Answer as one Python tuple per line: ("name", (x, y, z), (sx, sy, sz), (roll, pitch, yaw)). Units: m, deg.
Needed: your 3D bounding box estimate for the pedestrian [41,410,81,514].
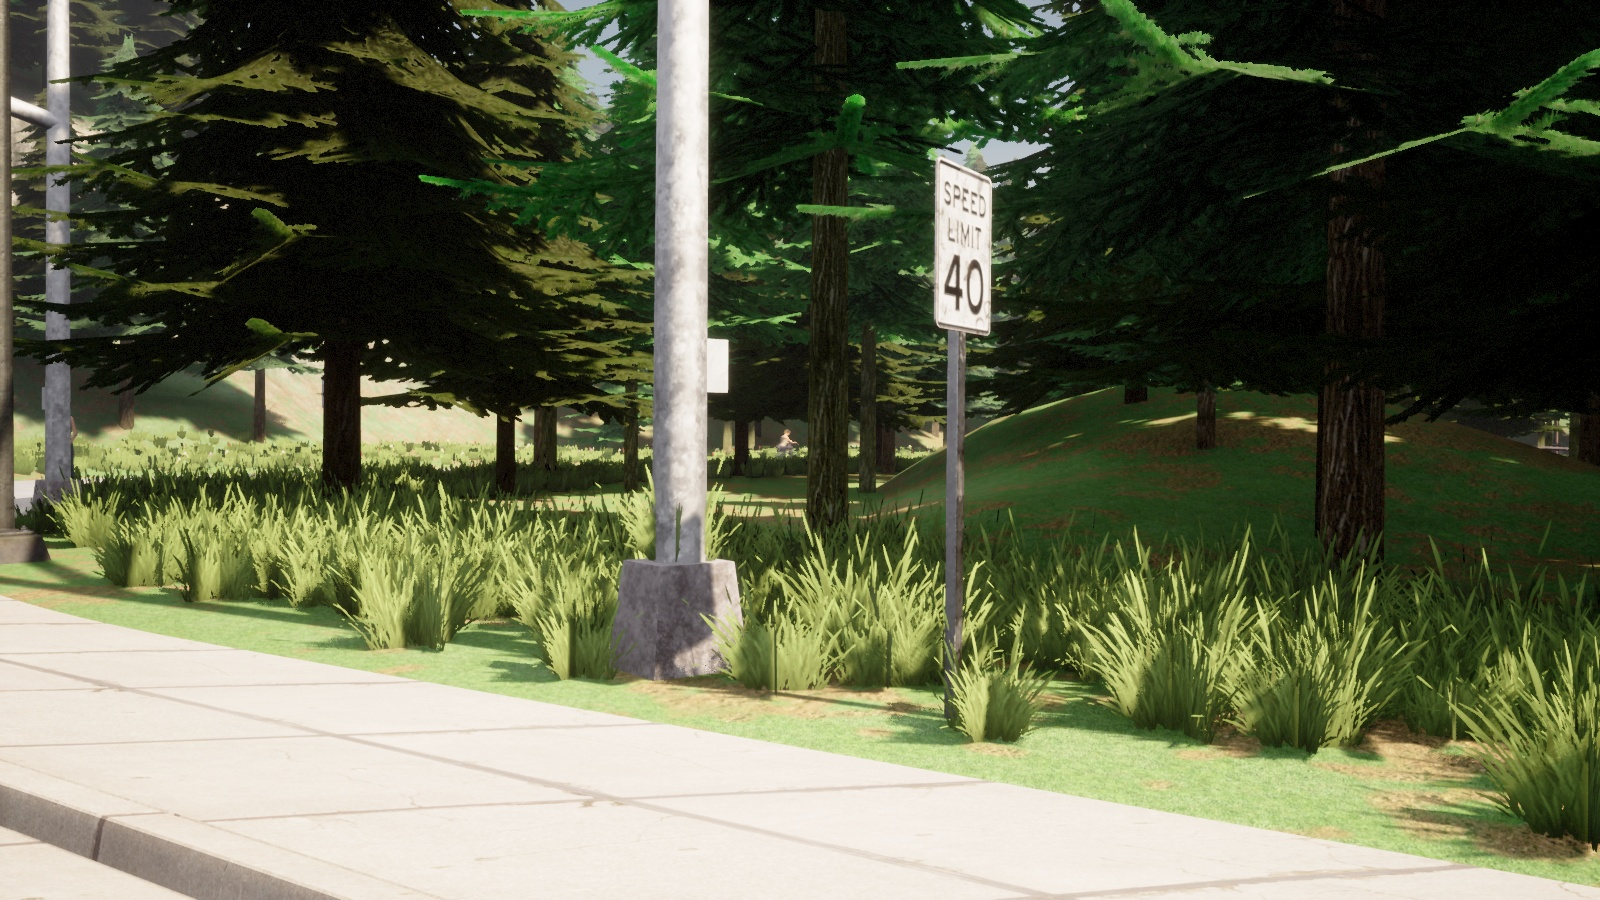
("pedestrian", (-13.149, 0.207, 22.353), (0.345, 1.836, 0.594), (-1, 1, -1))
